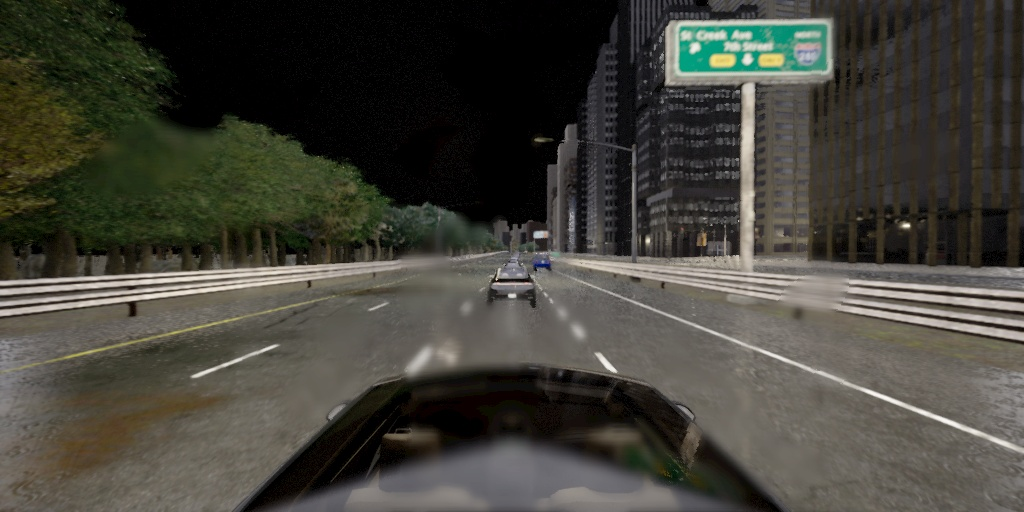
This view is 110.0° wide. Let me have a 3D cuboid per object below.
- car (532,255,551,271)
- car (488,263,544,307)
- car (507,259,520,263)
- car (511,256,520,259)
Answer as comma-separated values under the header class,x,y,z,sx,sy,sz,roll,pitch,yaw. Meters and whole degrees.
class,x,y,z,sx,sy,sz,roll,pitch,yaw
car,3.804,0.837,46.237,2.150,2.045,5.566,0,1,1
car,0.019,1.234,15.492,2.128,1.511,4.902,0,0,0
car,0.116,1.242,35.466,1.994,1.385,4.181,0,0,0
car,0.282,1.122,53.965,1.994,1.385,4.181,0,0,1
